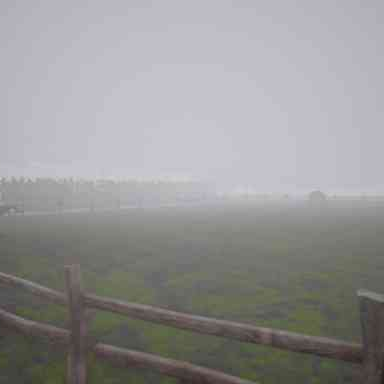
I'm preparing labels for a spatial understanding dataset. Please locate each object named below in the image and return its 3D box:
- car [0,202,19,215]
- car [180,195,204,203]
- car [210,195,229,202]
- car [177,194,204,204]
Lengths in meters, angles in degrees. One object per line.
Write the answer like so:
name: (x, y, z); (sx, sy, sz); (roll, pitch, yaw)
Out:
car: (-17.942, 1.389, 29.363); (1.882, 1.535, 5.008); (-1, 0, 35)
car: (0.112, 1.252, 59.673); (1.895, 1.301, 4.718); (-1, 0, 35)
car: (5.278, 1.155, 62.220); (1.895, 1.301, 4.718); (-1, 0, 35)
car: (-0.635, 1.136, 53.769); (2.128, 1.511, 4.902); (-1, 0, 36)
